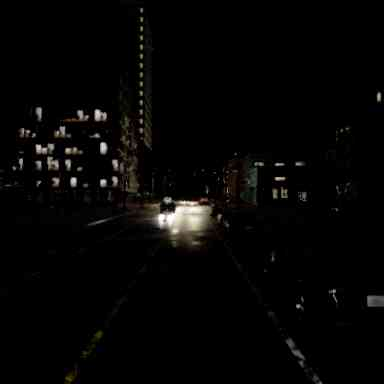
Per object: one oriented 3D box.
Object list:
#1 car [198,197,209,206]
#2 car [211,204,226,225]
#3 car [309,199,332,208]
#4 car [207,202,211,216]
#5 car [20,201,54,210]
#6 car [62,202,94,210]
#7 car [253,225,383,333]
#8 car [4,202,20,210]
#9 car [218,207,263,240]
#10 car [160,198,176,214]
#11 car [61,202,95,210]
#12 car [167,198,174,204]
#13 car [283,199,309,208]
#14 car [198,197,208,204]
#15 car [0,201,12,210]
[{"bbox_3d":[2.676,2.145,72.244,1.967,1.590,4.097,1,-1,0],"label":"car"},{"bbox_3d":[2.693,1.784,23.331,2.008,1.369,4.403,1,-1,0],"label":"car"},{"bbox_3d":[20.663,1.734,50.056,4.829,1.417,1.752,-1,-1,1],"label":"car"},{"bbox_3d":[2.812,1.923,34.282,1.802,1.307,4.206,1,-1,0],"label":"car"},{"bbox_3d":[-23.130,2.069,50.456,4.097,1.590,1.967,-1,-1,1],"label":"car"},{"bbox_3d":[-17.446,2.156,50.401,4.206,1.307,1.802,-1,-1,1],"label":"car"},{"bbox_3d":[2.700,1.637,6.898,1.947,1.339,4.313,1,-1,0],"label":"car"},{"bbox_3d":[-28.643,2.207,50.505,4.829,1.417,1.752,-1,-1,1],"label":"car"},{"bbox_3d":[2.695,1.745,17.853,1.947,1.339,4.313,1,-1,0],"label":"car"},{"bbox_3d":[-3.017,1.928,42.381,2.128,1.511,4.902,0,-1,0],"label":"car"},{"bbox_3d":[-18.166,2.225,53.104,4.718,1.301,1.895,0,-2,1],"label":"car"},{"bbox_3d":[-5.712,2.389,89.053,1.752,1.417,4.829,1,-1,0],"label":"car"},{"bbox_3d":[16.638,1.855,52.788,4.181,1.385,1.994,-1,-2,1],"label":"car"},{"bbox_3d":[2.674,2.127,83.593,2.192,1.841,5.009,1,-1,0],"label":"car"},{"bbox_3d":[-34.418,2.406,58.936,4.097,1.590,1.967,-1,-1,1],"label":"car"}]
